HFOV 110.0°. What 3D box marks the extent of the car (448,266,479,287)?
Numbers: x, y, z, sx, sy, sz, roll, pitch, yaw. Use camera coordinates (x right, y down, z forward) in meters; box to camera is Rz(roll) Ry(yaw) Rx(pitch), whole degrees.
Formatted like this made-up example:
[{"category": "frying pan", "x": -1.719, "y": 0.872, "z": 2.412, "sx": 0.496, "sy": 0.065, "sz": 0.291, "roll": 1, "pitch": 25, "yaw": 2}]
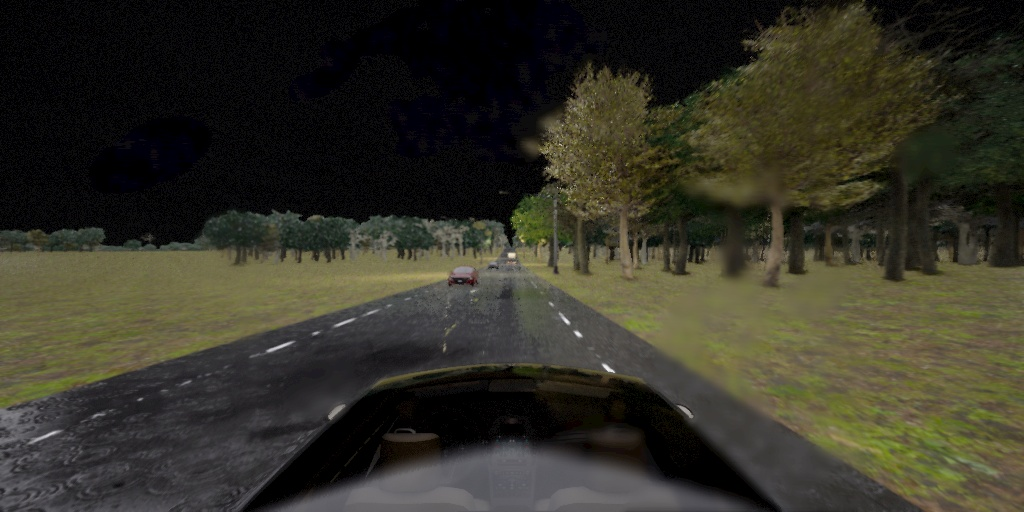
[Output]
[{"category": "car", "x": -3.593, "y": 1.488, "z": 27.303, "sx": 1.882, "sy": 1.535, "sz": 5.008, "roll": 0, "pitch": -1, "yaw": 0}]
